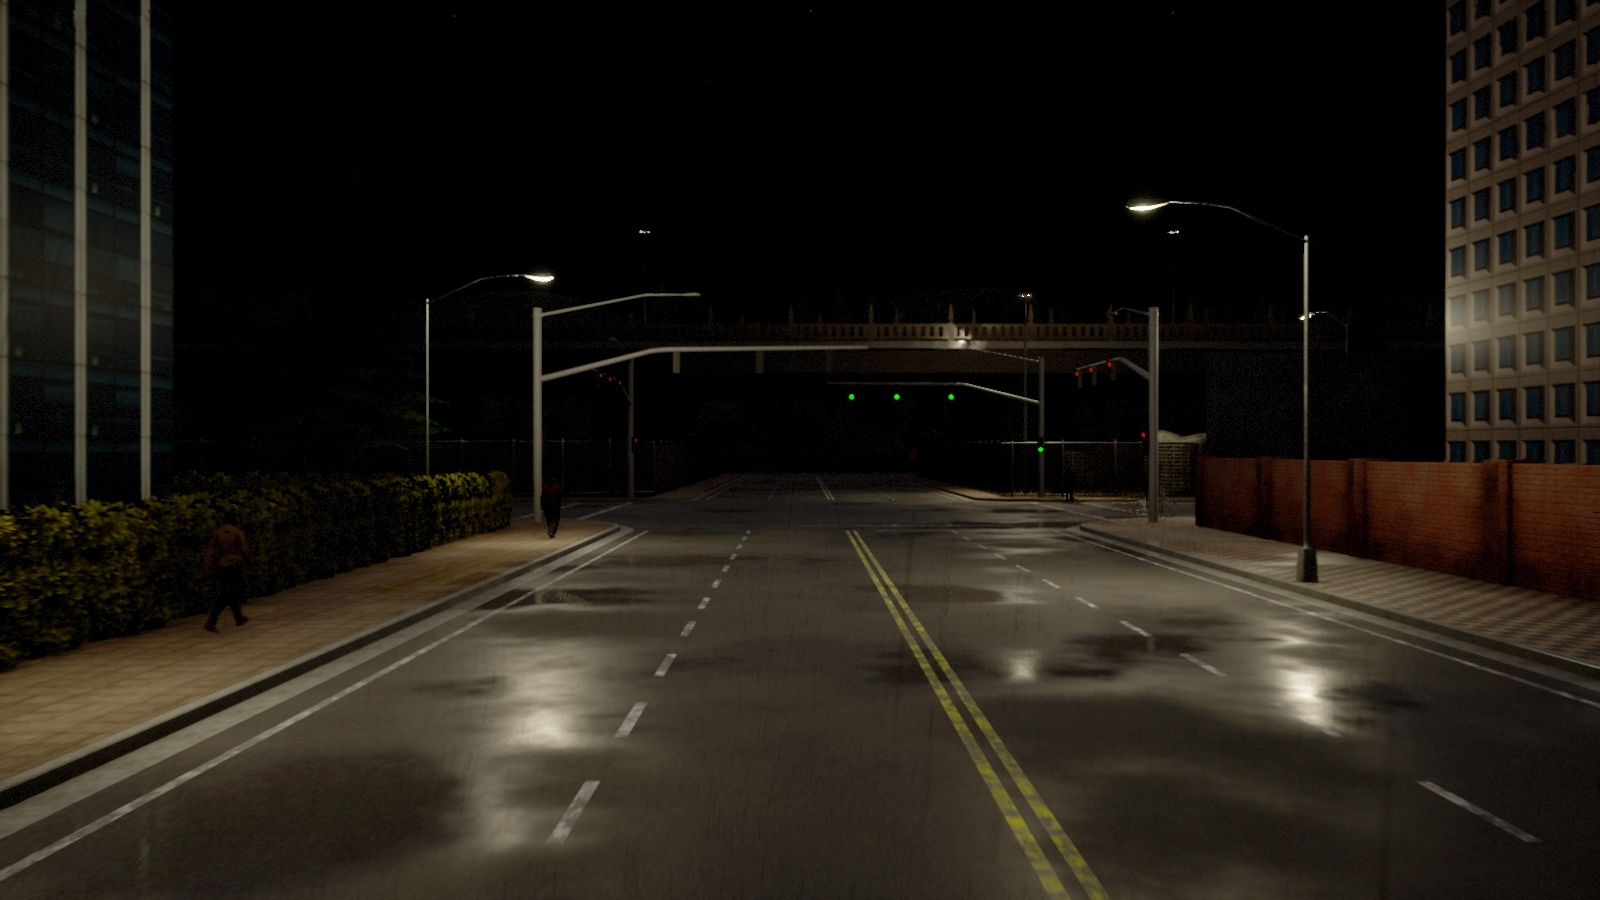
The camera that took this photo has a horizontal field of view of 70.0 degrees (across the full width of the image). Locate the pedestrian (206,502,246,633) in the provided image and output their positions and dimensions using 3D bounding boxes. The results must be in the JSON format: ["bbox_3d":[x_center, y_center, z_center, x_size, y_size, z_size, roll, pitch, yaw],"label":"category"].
[{"bbox_3d":[-8.341,1.689,16.597,0.375,1.860,0.375,0,0,5],"label":"pedestrian"}]

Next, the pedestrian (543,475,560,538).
[{"bbox_3d":[-7.378,1.683,33.951,0.375,1.860,0.375,0,0,10],"label":"pedestrian"}]
